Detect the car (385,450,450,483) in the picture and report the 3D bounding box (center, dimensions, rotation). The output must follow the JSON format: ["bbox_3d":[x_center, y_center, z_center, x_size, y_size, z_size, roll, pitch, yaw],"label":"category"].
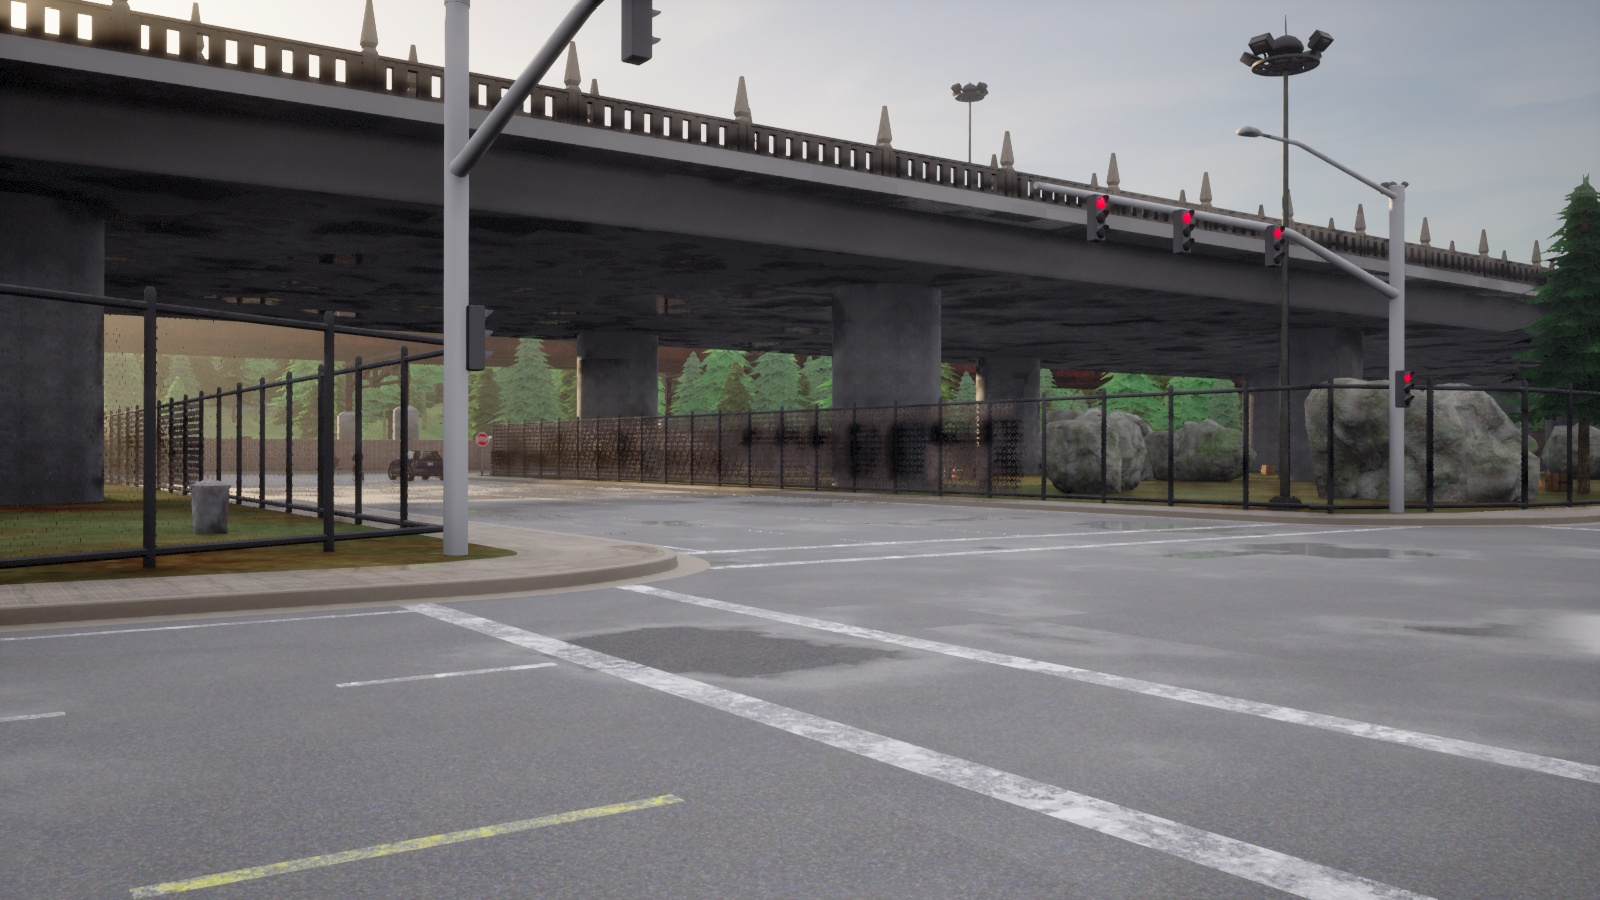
[{"bbox_3d":[-21.011,0.872,68.921,2.097,1.767,4.553,0,0,-35],"label":"car"}]
